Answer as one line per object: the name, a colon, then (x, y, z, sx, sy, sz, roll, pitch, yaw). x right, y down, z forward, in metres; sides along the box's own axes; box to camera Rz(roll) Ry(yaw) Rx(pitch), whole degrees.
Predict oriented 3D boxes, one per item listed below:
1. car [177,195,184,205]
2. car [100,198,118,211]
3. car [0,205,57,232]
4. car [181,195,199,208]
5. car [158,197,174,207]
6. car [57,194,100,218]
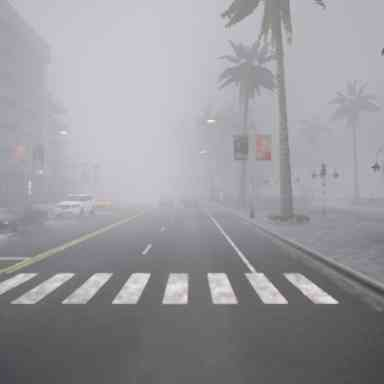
car: (-1.338, 1.334, 58.771, 2.097, 1.767, 4.553, 0, 0, -12)
car: (-10.505, 1.465, 40.923, 1.882, 1.535, 5.008, 0, 0, 0)
car: (-10.542, 1.541, 20.223, 2.033, 1.411, 5.357, 0, 0, 1)
car: (-0.115, 1.548, 47.639, 1.994, 1.385, 4.181, 0, 0, -3)
car: (-3.666, 1.548, 49.502, 1.994, 1.385, 4.181, 0, 0, -4)
car: (-10.515, 1.212, 30.471, 2.150, 2.045, 5.566, 0, 0, 0)
